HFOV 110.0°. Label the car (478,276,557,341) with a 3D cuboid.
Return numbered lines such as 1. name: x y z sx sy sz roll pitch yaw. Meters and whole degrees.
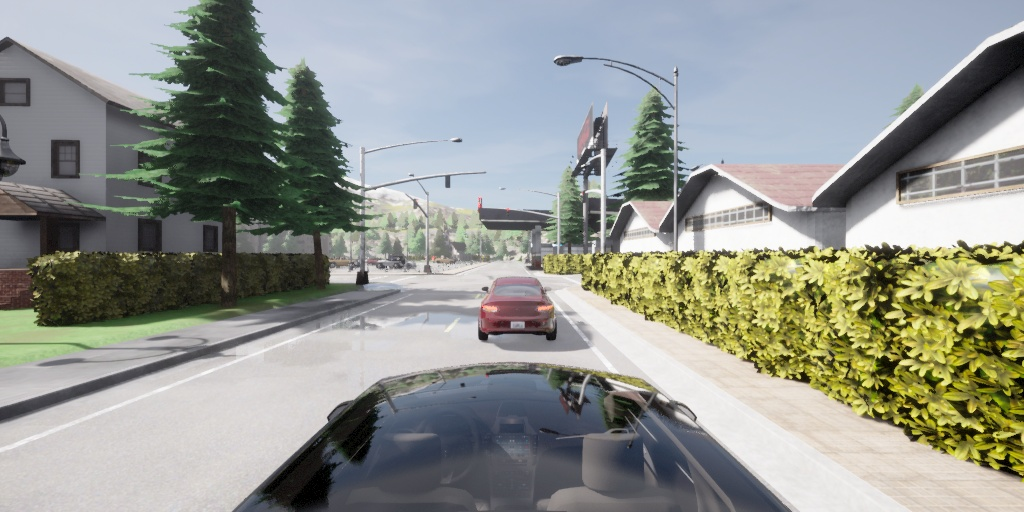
1. car: 0.127 1.276 9.791 1.812 1.442 4.674 0 0 0
